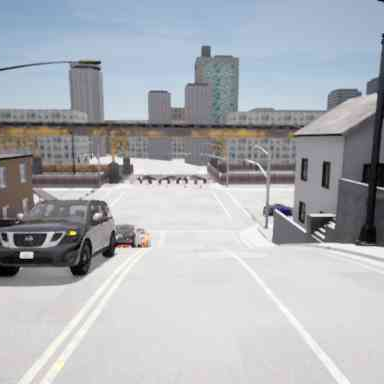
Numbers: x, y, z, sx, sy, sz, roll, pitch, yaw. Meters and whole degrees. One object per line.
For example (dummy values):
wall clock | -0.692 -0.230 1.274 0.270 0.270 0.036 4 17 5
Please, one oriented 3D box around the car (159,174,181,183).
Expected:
car | -4.619 -2.882 70.416 4.536 1.218 1.853 -7 11 -37

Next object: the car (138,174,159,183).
car | -9.305 -2.884 70.306 4.536 1.218 1.853 8 12 42

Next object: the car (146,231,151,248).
car | -4.334 3.554 25.641 2.097 1.767 4.553 0 -8 -3

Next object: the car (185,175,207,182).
car | 0.688 -2.844 71.307 4.974 1.542 2.038 5 10 27

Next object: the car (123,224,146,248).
car | -4.164 2.697 20.295 1.837 1.490 4.892 0 -11 -2

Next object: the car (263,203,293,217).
car | 10.961 2.162 41.093 4.181 1.385 1.994 0 9 -2

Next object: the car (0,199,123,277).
car | -3.830 1.220 10.315 2.150 2.045 5.566 0 -3 -2

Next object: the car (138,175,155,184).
car | -9.268 -2.723 70.297 4.974 1.542 2.038 8 12 42

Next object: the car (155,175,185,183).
car | -4.661 -2.722 70.409 4.974 1.542 2.038 -7 11 -37

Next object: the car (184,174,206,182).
car | 0.642 -3.003 71.306 4.536 1.218 1.853 5 10 27
